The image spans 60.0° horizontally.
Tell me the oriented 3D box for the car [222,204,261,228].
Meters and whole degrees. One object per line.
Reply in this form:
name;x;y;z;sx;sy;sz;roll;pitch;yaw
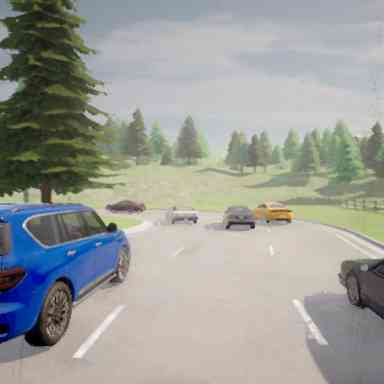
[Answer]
car;3.089;1.613;22.579;2.033;1.411;5.357;0;0;2

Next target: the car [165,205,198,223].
car;-0.907;1.658;25.805;1.895;1.301;4.718;0;0;-12

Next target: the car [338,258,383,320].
car;3.939;1.575;4.878;2.033;1.411;5.357;0;0;5

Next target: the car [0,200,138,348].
car;-2.885;1.226;6.515;2.150;2.045;5.566;0;0;5

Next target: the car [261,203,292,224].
car;6.061;1.563;25.969;1.882;1.535;5.008;1;0;-8

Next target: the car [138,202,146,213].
car;-7.332;1.583;36.844;4.674;1.442;1.812;0;0;24
